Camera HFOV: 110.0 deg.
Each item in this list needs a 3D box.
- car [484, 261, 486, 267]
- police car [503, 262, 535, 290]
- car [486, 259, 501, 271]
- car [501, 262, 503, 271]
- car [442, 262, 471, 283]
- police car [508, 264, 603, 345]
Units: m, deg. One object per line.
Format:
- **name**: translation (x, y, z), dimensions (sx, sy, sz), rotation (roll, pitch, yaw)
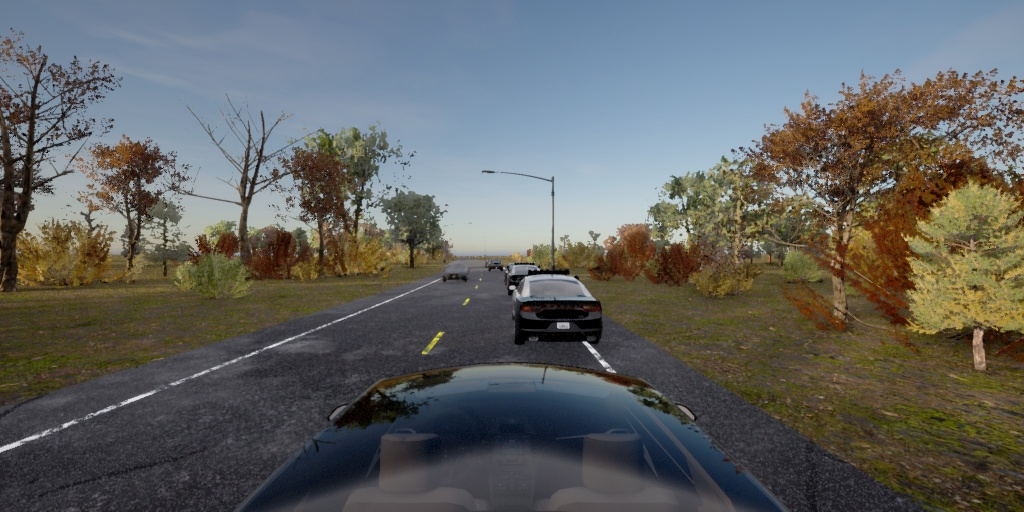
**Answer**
- **car**: translation (-3.535, 1.209, 60.211), dimensions (2.128, 1.511, 4.902), rotation (0, 0, -7)
- **police car**: translation (0.674, 1.170, 19.732), dimensions (1.930, 1.638, 5.238), rotation (0, 0, -2)
- **car**: translation (-2.184, 1.234, 47.321), dimensions (1.837, 1.490, 4.892), rotation (0, 0, -5)
- **car**: translation (0.405, 1.217, 25.650), dimensions (1.882, 1.535, 5.008), rotation (0, 0, -3)
- **car**: translation (-4.348, 1.245, 28.316), dimensions (1.837, 1.490, 4.892), rotation (0, 0, -3)
- **police car**: translation (0.967, 1.174, 9.681), dimensions (1.930, 1.638, 5.238), rotation (0, 0, -1)
